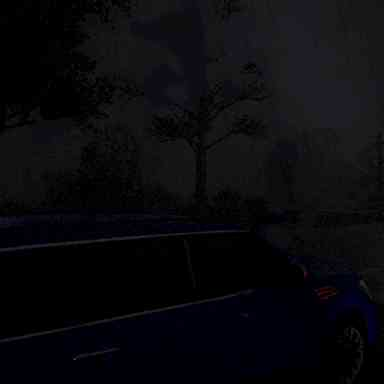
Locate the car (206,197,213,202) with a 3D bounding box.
[{"bbox_3d":[4.763,1.755,69.313,2.033,1.411,5.357,0,-1,-23],"label":"car"}]

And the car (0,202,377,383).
[{"bbox_3d":[-0.334,1.222,3.462,5.566,2.045,2.150,0,0,-36],"label":"car"}]

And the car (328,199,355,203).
[{"bbox_3d":[18.421,1.529,40.310,1.812,1.442,4.674,0,0,-28],"label":"car"}]
